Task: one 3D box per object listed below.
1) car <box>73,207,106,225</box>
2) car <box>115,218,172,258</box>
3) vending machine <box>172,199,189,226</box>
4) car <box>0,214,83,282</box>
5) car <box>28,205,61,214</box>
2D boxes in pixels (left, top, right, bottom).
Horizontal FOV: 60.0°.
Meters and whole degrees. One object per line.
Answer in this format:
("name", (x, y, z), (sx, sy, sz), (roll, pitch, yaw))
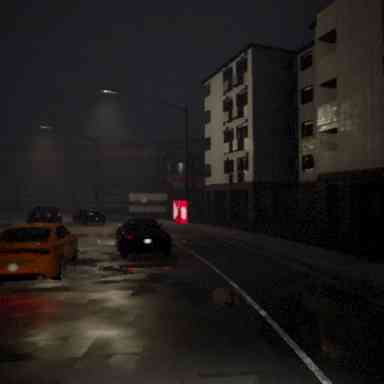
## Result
("car", (-9.091, 2.026, 29.211), (2.128, 1.511, 4.902), (0, -1, -33))
("car", (-2.161, 1.808, 14.159), (1.994, 1.385, 4.181), (0, -1, -15))
("vending machine", (-0.924, 1.641, 27.269), (1.100, 2.100, 0.880), (0, -1, -28))
("car", (-4.771, 1.679, 10.359), (1.882, 1.535, 5.008), (0, -1, -12))
("car", (-12.320, 1.885, 27.710), (2.097, 1.767, 4.553), (0, -1, -34))
